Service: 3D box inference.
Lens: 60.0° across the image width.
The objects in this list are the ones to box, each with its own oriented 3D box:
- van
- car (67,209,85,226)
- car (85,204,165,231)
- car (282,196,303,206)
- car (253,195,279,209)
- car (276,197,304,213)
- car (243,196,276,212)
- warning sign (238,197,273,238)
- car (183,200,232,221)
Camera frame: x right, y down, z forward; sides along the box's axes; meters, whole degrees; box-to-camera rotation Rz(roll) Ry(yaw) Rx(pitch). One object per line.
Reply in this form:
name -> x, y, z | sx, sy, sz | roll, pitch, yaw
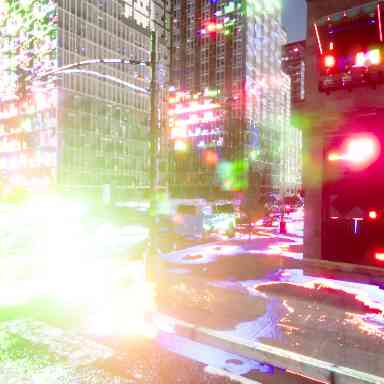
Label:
van -> 0.787, 1.368, 17.017 | 1.690, 1.788, 3.998 | 1, 1, 35
car -> -6.060, 1.467, 21.854 | 1.947, 1.339, 4.313 | 1, 1, 35
car -> -3.844, 1.541, 20.505 | 1.895, 1.301, 4.718 | 1, 1, 35
car -> 16.185, 1.364, 53.348 | 1.752, 1.417, 4.829 | 1, 1, 35
car -> 9.899, 1.294, 44.448 | 1.967, 1.590, 4.097 | 1, 1, 35
car -> 10.892, 1.551, 35.820 | 1.895, 1.301, 4.718 | 1, 1, 35
car -> 6.839, 1.384, 35.611 | 1.882, 1.535, 5.008 | 1, 1, 35
warning sign -> 3.072, 1.177, 16.130 | 1.300, 1.860, 1.060 | 1, 1, 35
car -> 1.411, 1.448, 27.942 | 1.812, 1.442, 4.674 | 1, 1, 35
